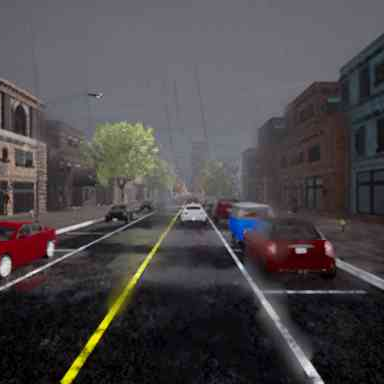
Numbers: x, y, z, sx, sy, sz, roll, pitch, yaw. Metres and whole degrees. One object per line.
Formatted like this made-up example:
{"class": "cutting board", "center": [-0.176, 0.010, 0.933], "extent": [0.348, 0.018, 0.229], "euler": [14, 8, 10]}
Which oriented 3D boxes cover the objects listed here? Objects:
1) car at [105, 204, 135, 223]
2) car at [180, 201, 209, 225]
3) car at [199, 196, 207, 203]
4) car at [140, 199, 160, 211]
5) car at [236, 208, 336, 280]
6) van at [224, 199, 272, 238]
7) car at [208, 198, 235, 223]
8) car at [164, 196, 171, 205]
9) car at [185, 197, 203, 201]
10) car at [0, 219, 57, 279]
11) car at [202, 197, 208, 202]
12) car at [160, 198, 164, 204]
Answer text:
{"class": "car", "center": [-5.688, 1.672, 26.772], "extent": [1.947, 1.339, 4.313], "euler": [0, 0, 0]}
{"class": "car", "center": [0.105, 1.626, 25.125], "extent": [1.812, 1.442, 4.674], "euler": [0, 0, 0]}
{"class": "car", "center": [2.703, 1.848, 82.380], "extent": [1.752, 1.417, 4.829], "euler": [-1, 0, 0]}
{"class": "car", "center": [-5.684, 1.737, 43.403], "extent": [1.947, 1.339, 4.313], "euler": [0, 0, 0]}
{"class": "car", "center": [2.688, 1.481, 10.139], "extent": [1.967, 1.590, 4.097], "euler": [-1, 0, 0]}
{"class": "van", "center": [2.689, 1.404, 15.683], "extent": [1.690, 1.788, 3.998], "euler": [-1, 0, 0]}
{"class": "car", "center": [2.691, 1.421, 26.771], "extent": [2.192, 1.841, 5.009], "euler": [-1, 0, 0]}
{"class": "car", "center": [-5.680, 1.839, 65.579], "extent": [1.802, 1.307, 4.206], "euler": [0, 0, 0]}
{"class": "car", "center": [0.108, 1.530, 44.976], "extent": [2.097, 1.767, 4.553], "euler": [0, 0, 0]}
{"class": "car", "center": [-5.691, 1.585, 10.140], "extent": [1.887, 1.381, 4.507], "euler": [-1, 0, 0]}
{"class": "car", "center": [2.695, 1.722, 43.402], "extent": [2.008, 1.369, 4.403], "euler": [-1, 0, 0]}
{"class": "car", "center": [-5.684, 1.744, 48.947], "extent": [2.008, 1.369, 4.403], "euler": [0, 0, 0]}
